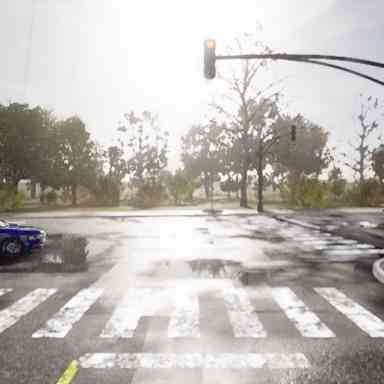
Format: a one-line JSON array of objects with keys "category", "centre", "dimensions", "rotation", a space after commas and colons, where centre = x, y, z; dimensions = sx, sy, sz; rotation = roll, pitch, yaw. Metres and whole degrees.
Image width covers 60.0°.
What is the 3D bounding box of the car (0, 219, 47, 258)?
[{"category": "car", "centre": [-7.791, 1.535, 12.048], "dimensions": [4.674, 1.442, 1.812], "rotation": [0, 2, -7]}]
